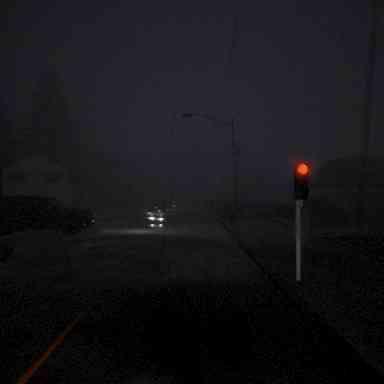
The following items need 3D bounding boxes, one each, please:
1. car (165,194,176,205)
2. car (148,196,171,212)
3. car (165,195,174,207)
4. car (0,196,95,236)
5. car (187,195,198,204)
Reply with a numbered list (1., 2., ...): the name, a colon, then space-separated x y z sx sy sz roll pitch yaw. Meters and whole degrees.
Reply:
1. car: -4.045 1.303 60.436 2.150 2.045 5.566 0 0 0
2. car: -4.084 1.545 39.983 2.128 1.511 4.902 0 0 0
3. car: -4.072 1.593 49.987 1.812 1.442 4.674 0 0 0
4. car: -8.250 1.247 18.163 5.566 2.045 2.150 0 0 -6
5. car: 0.127 1.442 66.846 2.097 1.767 4.553 0 0 0
